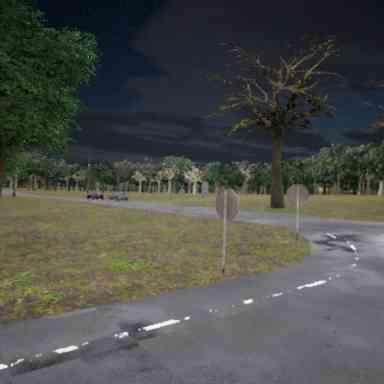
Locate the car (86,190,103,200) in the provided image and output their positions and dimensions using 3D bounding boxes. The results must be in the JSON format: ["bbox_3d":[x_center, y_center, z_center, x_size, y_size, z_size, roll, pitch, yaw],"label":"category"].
[{"bbox_3d":[-17.636,0.510,60.399,2.097,1.767,4.553,2,-1,-36],"label":"car"}]

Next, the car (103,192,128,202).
[{"bbox_3d":[-11.662,0.700,52.069,2.128,1.511,4.902,2,-1,-35],"label":"car"}]
